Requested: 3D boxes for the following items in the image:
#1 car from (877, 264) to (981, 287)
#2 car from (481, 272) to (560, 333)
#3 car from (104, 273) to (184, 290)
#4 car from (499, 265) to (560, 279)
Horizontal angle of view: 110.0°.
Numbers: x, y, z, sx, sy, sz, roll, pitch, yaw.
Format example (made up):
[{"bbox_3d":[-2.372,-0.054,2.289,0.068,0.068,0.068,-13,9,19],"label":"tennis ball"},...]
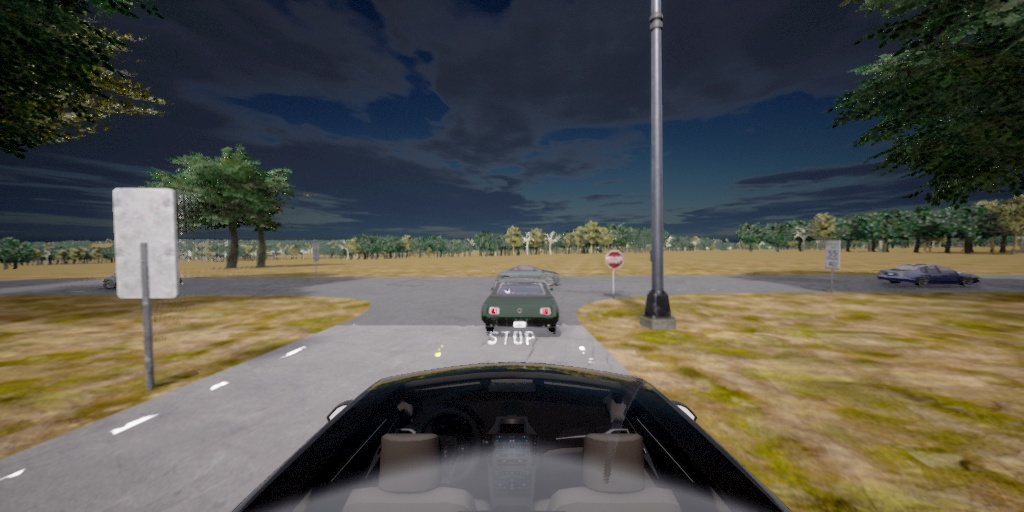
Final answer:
[{"bbox_3d":[27.478,1.240,23.756,5.357,1.411,2.033,0,2,-2],"label":"car"},{"bbox_3d":[0.305,1.329,10.689,1.895,1.301,4.718,0,0,3],"label":"car"},{"bbox_3d":[-25.165,1.513,24.558,4.181,1.385,1.994,-1,2,4],"label":"car"},{"bbox_3d":[1.044,1.262,23.515,4.181,1.385,1.994,0,0,1],"label":"car"}]
